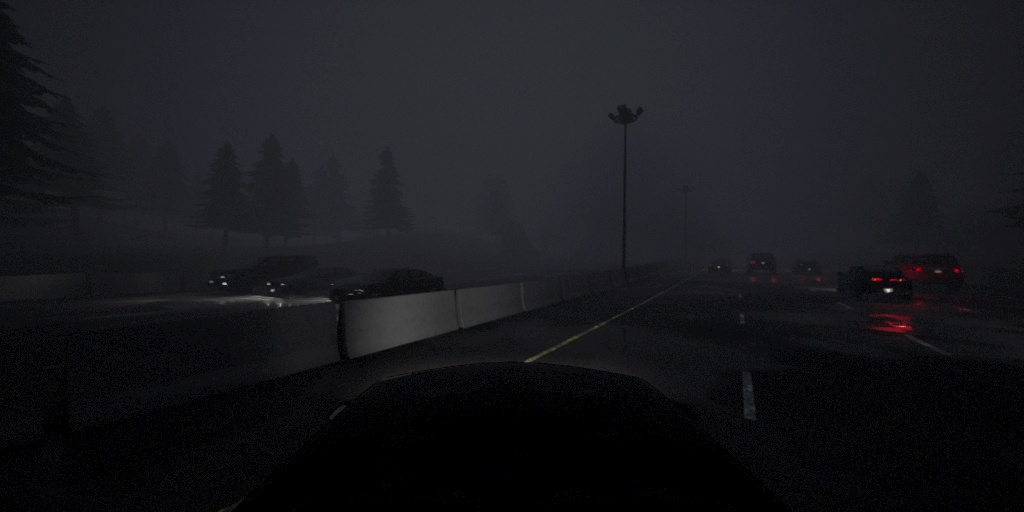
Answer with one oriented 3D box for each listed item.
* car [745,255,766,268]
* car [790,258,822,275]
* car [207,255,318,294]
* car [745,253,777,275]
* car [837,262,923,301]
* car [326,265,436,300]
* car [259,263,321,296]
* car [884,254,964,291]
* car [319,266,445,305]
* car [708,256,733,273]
[{"bbox_3d":[32.104,0.687,47.420,2.128,1.511,4.902,0,1,31],"label":"car"},{"bbox_3d":[27.771,0.957,33.948,2.128,1.511,4.902,0,1,32],"label":"car"},{"bbox_3d":[-13.867,0.955,20.627,2.150,2.045,5.566,0,0,32],"label":"car"},{"bbox_3d":[24.168,0.705,34.778,2.150,2.045,5.566,0,1,32],"label":"car"},{"bbox_3d":[17.372,1.205,17.362,1.837,1.490,4.892,0,0,32],"label":"car"},{"bbox_3d":[-6.656,1.284,18.950,2.033,1.411,5.357,0,0,32],"label":"car"},{"bbox_3d":[-10.284,1.282,19.754,2.033,1.411,5.357,0,0,32],"label":"car"},{"bbox_3d":[23.883,0.869,21.153,2.150,2.045,5.566,0,1,32],"label":"car"},{"bbox_3d":[-4.996,1.222,15.009,1.882,1.535,5.008,0,0,32],"label":"car"},{"bbox_3d":[21.572,1.032,37.231,1.994,1.385,4.181,0,1,32],"label":"car"}]
